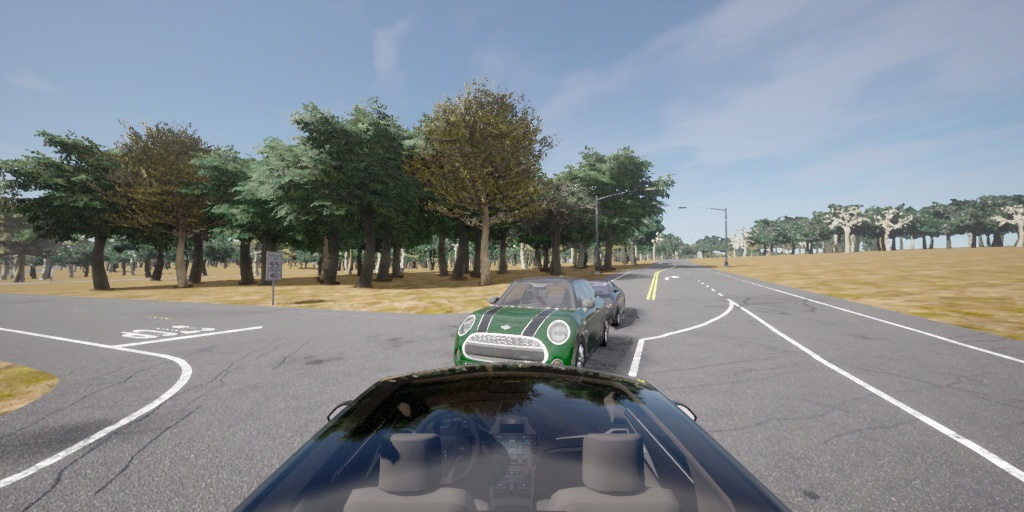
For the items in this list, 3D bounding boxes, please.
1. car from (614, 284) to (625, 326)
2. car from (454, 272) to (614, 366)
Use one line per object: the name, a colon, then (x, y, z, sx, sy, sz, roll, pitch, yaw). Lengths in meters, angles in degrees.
car: (2.916, 1.554, 12.873, 1.994, 1.385, 4.181, -2, 0, 22)
car: (0.687, 1.222, 7.442, 2.097, 1.767, 4.553, -1, -2, 22)
